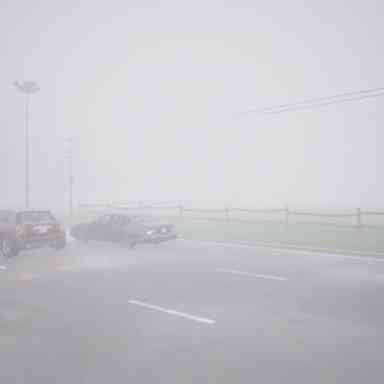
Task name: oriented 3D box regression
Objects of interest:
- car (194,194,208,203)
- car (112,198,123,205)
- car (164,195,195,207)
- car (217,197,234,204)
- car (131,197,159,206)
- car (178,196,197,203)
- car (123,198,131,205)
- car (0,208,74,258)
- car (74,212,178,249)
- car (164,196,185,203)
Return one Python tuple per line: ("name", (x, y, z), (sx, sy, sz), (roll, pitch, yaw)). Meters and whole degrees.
("car", (1.303, 1.415, 72.320), (2.150, 2.045, 5.566), (0, 0, 36))
("car", (-13.171, 1.828, 64.399), (1.895, 1.301, 4.718), (0, 0, 37))
("car", (-2.309, 1.709, 55.653), (2.033, 1.411, 5.357), (0, 0, 36))
("car", (7.158, 1.752, 68.465), (1.895, 1.301, 4.718), (0, 0, 36))
("car", (-7.978, 1.672, 59.724), (1.882, 1.535, 5.008), (0, 0, 37))
("car", (-1.022, 1.704, 75.068), (1.837, 1.490, 4.892), (0, 0, 36))
("car", (-10.185, 1.774, 62.591), (1.994, 1.385, 4.181), (0, 0, 37))
("car", (-7.137, 1.419, 13.331), (4.553, 1.767, 2.097), (0, 0, 36))
("car", (-3.160, 1.600, 14.770), (5.357, 1.411, 2.033), (0, 0, 36))
("car", (-4.020, 1.747, 76.897), (2.128, 1.511, 4.902), (0, 0, 36))
